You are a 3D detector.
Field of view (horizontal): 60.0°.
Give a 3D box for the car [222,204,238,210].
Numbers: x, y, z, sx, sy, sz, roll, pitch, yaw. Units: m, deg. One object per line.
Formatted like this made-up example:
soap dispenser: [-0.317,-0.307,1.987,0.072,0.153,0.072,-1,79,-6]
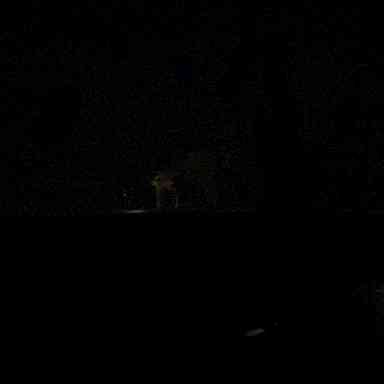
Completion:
car: [9.191,3.726,81.173,1.994,1.385,4.181,0,-2,-36]
